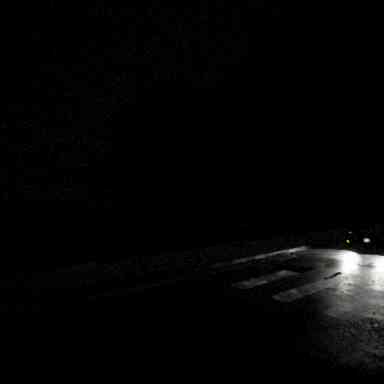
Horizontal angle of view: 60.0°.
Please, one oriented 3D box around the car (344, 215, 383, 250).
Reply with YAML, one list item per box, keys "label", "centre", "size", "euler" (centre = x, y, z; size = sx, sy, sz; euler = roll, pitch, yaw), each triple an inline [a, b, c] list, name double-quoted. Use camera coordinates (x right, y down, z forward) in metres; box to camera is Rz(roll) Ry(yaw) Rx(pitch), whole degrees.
- label: "car"
  centre: [8.215, 1.682, 14.103]
  size: [4.181, 1.385, 1.994]
  euler: [1, 1, -41]
